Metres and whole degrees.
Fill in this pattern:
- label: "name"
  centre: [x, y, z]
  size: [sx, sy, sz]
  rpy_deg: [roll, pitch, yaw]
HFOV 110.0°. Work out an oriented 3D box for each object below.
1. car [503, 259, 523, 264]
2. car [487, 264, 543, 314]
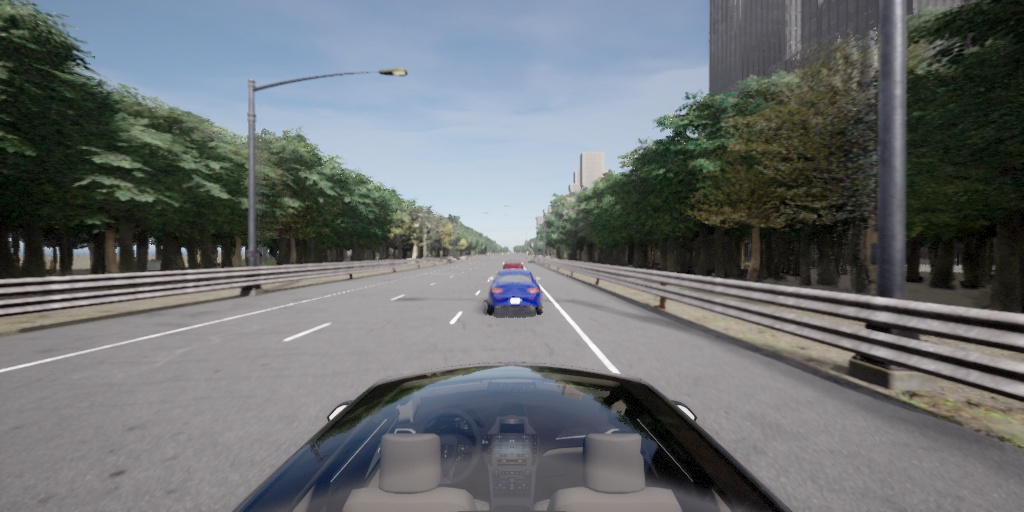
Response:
- label: "car"
  centre: [0.097, 1.024, 34.773]
  size: [1.882, 1.535, 5.008]
  rpy_deg: [0, 0, 0]
- label: "car"
  centre: [0.098, 1.204, 13.357]
  size: [1.812, 1.442, 4.674]
  rpy_deg: [0, 0, 0]
